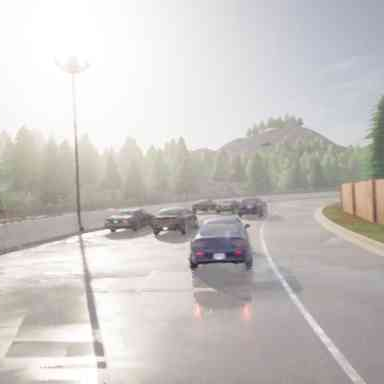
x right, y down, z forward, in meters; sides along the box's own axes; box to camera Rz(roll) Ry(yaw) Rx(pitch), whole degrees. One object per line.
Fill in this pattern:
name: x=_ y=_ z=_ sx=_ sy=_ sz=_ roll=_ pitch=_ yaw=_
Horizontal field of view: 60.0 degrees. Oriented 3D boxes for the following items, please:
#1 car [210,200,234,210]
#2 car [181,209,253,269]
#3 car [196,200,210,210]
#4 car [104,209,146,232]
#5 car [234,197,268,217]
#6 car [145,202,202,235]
car: x=4.085 y=1.550 z=35.720 sx=2.033 sy=1.411 sz=5.357 roll=-3 pitch=0 yaw=23
car: x=0.990 y=1.539 z=11.131 sx=1.812 sy=1.442 sz=4.674 roll=-3 pitch=0 yaw=7
car: x=1.576 y=1.637 z=38.552 sx=1.837 sy=1.490 sz=4.892 roll=-3 pitch=0 yaw=23
car: x=-3.982 y=1.844 z=22.441 sx=2.033 sy=1.411 sz=5.357 roll=-3 pitch=0 yaw=13
car: x=5.468 y=1.261 z=29.654 sx=2.097 sy=1.767 sz=4.553 roll=-3 pitch=0 yaw=19
car: x=-0.928 y=1.653 z=20.059 sx=1.837 sy=1.490 sz=4.892 roll=-3 pitch=0 yaw=12
